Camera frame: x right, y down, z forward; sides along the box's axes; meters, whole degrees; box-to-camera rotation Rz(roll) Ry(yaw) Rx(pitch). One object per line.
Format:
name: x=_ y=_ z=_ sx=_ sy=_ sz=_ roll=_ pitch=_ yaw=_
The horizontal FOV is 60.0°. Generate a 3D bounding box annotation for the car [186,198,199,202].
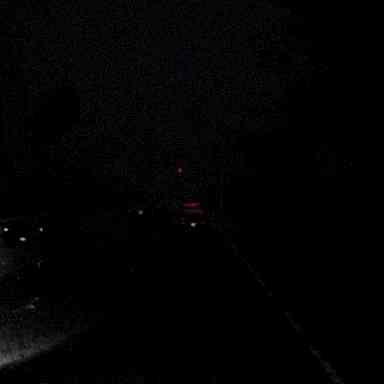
car: x=0.057 y=1.580 z=38.119 sx=2.097 sy=1.767 sz=4.553 roll=0 pitch=-1 yaw=0

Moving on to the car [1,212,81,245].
car: x=-7.017 y=1.652 z=15.994 sx=1.895 sy=1.301 sz=4.718 roll=0 pitch=0 yaw=0

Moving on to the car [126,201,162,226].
car: x=-3.427 y=1.418 z=24.320 sx=2.097 sy=1.767 sz=4.553 roll=0 pitch=0 yaw=0

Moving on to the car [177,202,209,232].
car: x=0.069 y=1.581 z=20.363 sx=1.812 sy=1.442 sz=4.674 roll=0 pitch=0 yaw=0
